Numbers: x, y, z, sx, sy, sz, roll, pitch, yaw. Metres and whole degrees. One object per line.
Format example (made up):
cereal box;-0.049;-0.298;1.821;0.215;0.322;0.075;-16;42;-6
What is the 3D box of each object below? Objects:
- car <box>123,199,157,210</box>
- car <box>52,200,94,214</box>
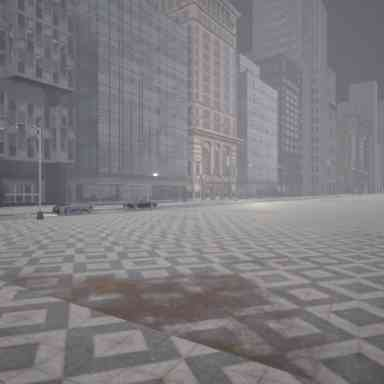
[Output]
car;-6.742;1.599;43.287;1.895;1.301;4.718;0;0;35
car;-12.509;1.576;35.174;1.994;1.385;4.181;0;0;37
